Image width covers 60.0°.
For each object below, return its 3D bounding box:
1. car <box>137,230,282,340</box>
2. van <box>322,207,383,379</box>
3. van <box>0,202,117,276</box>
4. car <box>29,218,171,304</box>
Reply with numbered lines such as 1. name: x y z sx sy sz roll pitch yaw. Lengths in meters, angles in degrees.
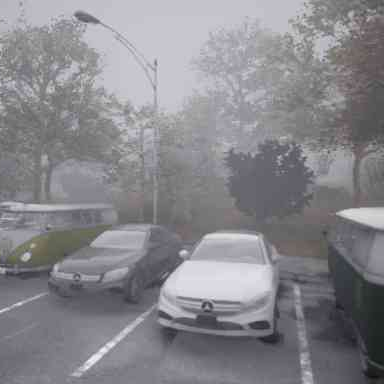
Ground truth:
1. car: 0.826 1.556 6.848 2.002 1.452 4.674 0 -1 16
2. van: 3.242 1.266 5.252 1.878 1.987 4.442 -1 -1 16
3. van: -3.997 1.349 10.159 1.878 1.987 4.442 0 -1 16
4. car: -1.572 1.586 8.558 2.002 1.452 4.674 0 -1 16
